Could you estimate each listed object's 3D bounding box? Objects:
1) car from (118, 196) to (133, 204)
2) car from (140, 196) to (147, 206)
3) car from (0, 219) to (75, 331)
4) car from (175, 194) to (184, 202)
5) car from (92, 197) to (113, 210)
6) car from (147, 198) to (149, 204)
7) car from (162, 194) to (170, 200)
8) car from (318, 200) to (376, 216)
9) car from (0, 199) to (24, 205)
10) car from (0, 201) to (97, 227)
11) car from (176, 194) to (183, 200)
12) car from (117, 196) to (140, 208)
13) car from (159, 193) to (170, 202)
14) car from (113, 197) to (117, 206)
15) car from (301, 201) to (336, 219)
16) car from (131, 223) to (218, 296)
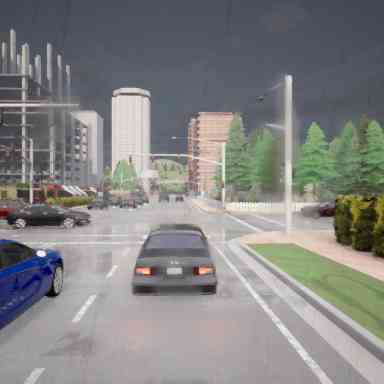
[{"bbox_3d":[-12.996,1.547,65.631,2.033,1.411,5.357,0,0,-2],"label":"car"},{"bbox_3d":[-9.175,1.564,55.191,1.994,1.385,4.181,0,0,-2],"label":"car"},{"bbox_3d":[-3.723,1.478,5.526,1.882,1.535,5.008,0,0,-3],"label":"car"},{"bbox_3d":[-2.831,1.493,75.659,1.837,1.490,4.892,0,0,-2],"label":"car"},{"bbox_3d":[-12.278,1.547,43.820,2.033,1.411,5.357,0,0,-2],"label":"car"},{"bbox_3d":[-9.486,1.564,65.144,1.994,1.385,4.181,0,0,-1],"label":"car"},{"bbox_3d":[-6.665,1.351,84.745,1.812,1.442,4.674,0,0,-2],"label":"car"},{"bbox_3d":[14.714,1.526,31.691,4.674,1.442,1.812,0,0,-1],"label":"car"},{"bbox_3d":[-13.419,1.351,25.558,4.553,1.767,2.097,0,0,-18],"label":"car"},{"bbox_3d":[-8.826,1.506,20.745,4.892,1.490,1.837,0,0,-1],"label":"car"},{"bbox_3d":[-3.167,1.326,84.873,1.837,1.490,4.892,0,0,-2],"label":"car"},{"bbox_3d":[-8.881,1.564,46.829,1.994,1.385,4.181,0,0,-2],"label":"car"},{"bbox_3d":[-6.317,1.217,75.211,2.150,2.045,5.566,0,0,-2],"label":"car"},{"bbox_3d":[-12.635,1.547,53.858,2.033,1.411,5.357,0,0,-2],"label":"car"},{"bbox_3d":[11.779,1.478,28.178,5.008,1.535,1.882,0,0,-1],"label":"car"},{"bbox_3d":[-0.409,1.547,8.820,2.033,1.411,5.357,0,0,-2],"label":"car"}]
